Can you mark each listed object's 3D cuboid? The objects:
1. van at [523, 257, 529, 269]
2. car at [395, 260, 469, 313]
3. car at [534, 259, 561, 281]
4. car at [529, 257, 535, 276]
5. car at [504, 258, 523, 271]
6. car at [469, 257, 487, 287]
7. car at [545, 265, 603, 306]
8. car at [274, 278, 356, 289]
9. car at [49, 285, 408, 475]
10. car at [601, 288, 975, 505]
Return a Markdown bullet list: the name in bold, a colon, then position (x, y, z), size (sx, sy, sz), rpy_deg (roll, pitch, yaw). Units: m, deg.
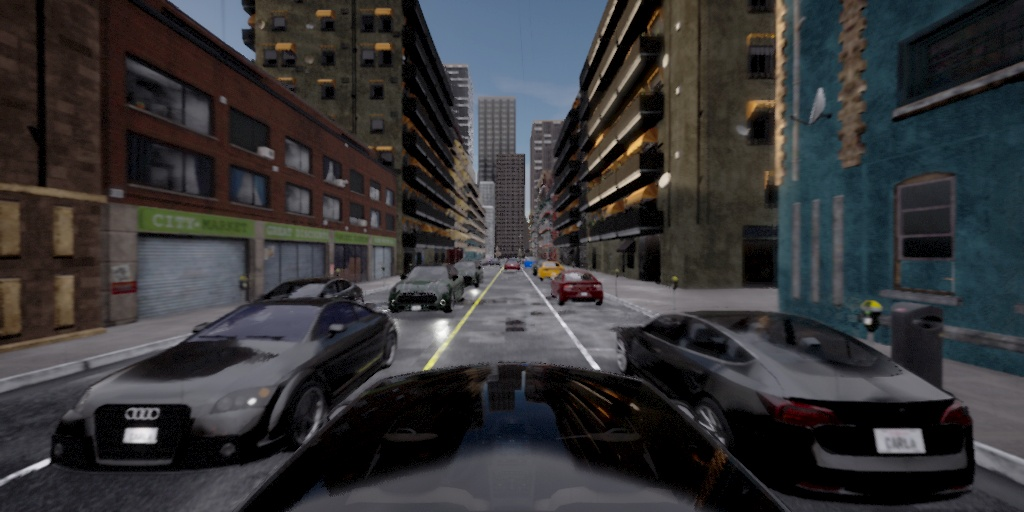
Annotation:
- **van**: position (2.704, 1.055, 54.273), size (1.690, 1.789, 3.998), rpy_deg (0, 0, 0)
- **car**: position (-3.092, 1.091, 13.888), size (2.097, 1.767, 4.553), rpy_deg (0, 0, 0)
- **car**: position (3.148, 1.205, 29.605), size (1.882, 1.535, 5.008), rpy_deg (0, 0, 0)
- **car**: position (3.123, 1.076, 36.575), size (2.097, 1.767, 4.553), rpy_deg (0, 0, 0)
- **car**: position (0.021, 1.125, 45.981), size (1.994, 1.385, 4.181), rpy_deg (0, 0, 0)
- **car**: position (-3.063, 1.084, 23.974), size (2.097, 1.767, 4.553), rpy_deg (0, 0, 0)
- **car**: position (2.693, 1.283, 15.609), size (1.888, 1.381, 4.507), rpy_deg (0, 0, 0)
- **car**: position (-5.690, 1.308, 10.100), size (1.948, 1.339, 4.313), rpy_deg (0, 0, 0)
- **car**: position (-3.096, 1.311, 4.984), size (1.994, 1.385, 4.181), rpy_deg (0, 0, 0)
- **car**: position (2.689, 1.313, 4.562), size (1.948, 1.339, 4.313), rpy_deg (0, 0, 0)
